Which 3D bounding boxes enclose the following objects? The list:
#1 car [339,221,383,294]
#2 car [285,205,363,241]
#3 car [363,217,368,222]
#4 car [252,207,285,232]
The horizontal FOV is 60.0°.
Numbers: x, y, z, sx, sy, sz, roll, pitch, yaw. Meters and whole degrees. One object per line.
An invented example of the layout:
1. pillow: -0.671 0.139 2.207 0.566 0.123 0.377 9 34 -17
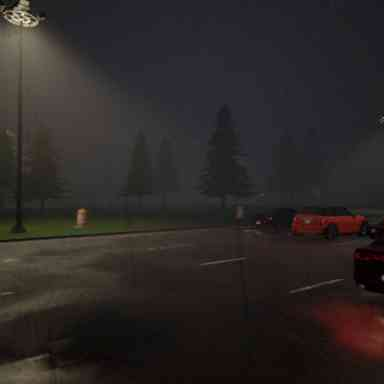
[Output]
1. car: 5.847 1.559 7.919 5.008 1.535 1.882 1 0 -35
2. car: 7.420 1.493 17.642 4.553 1.767 2.097 1 0 -36
3. car: 10.099 1.749 15.253 4.718 1.301 1.895 1 0 -36
4. car: 5.828 1.673 21.123 4.674 1.442 1.812 1 0 -35
